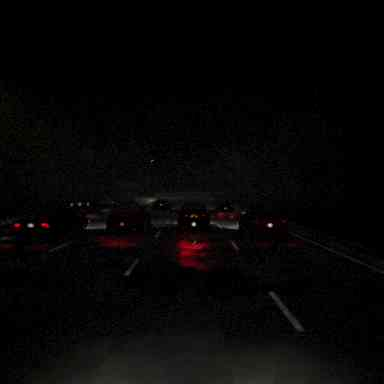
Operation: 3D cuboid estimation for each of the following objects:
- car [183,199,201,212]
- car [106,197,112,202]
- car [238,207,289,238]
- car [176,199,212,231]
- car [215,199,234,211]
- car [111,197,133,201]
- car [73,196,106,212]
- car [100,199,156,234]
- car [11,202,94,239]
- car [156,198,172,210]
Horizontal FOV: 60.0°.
[{"bbox_3d":[0.028,1.436,36.924,1.895,1.301,4.718,0,0,1],"label":"car"},{"bbox_3d":[-10.499,1.349,44.307,2.033,1.411,5.357,0,0,0],"label":"car"},{"bbox_3d":[3.595,1.486,17.260,1.994,1.385,4.181,0,0,0],"label":"car"},{"bbox_3d":[0.096,1.417,19.789,1.837,1.490,4.892,0,0,0],"label":"car"},{"bbox_3d":[3.530,1.435,37.111,1.895,1.301,4.718,0,0,1],"label":"car"},{"bbox_3d":[-6.984,1.364,35.938,1.812,1.442,4.674,0,0,0],"label":"car"},{"bbox_3d":[-10.507,1.202,33.287,2.097,1.767,4.553,0,0,0],"label":"car"},{"bbox_3d":[-3.404,1.393,18.687,1.882,1.535,5.008,0,0,0],"label":"car"},{"bbox_3d":[-6.905,1.471,16.755,2.033,1.411,5.357,0,0,0],"label":"car"},{"bbox_3d":[-3.454,1.391,38.879,1.994,1.385,4.181,0,0,0],"label":"car"}]
